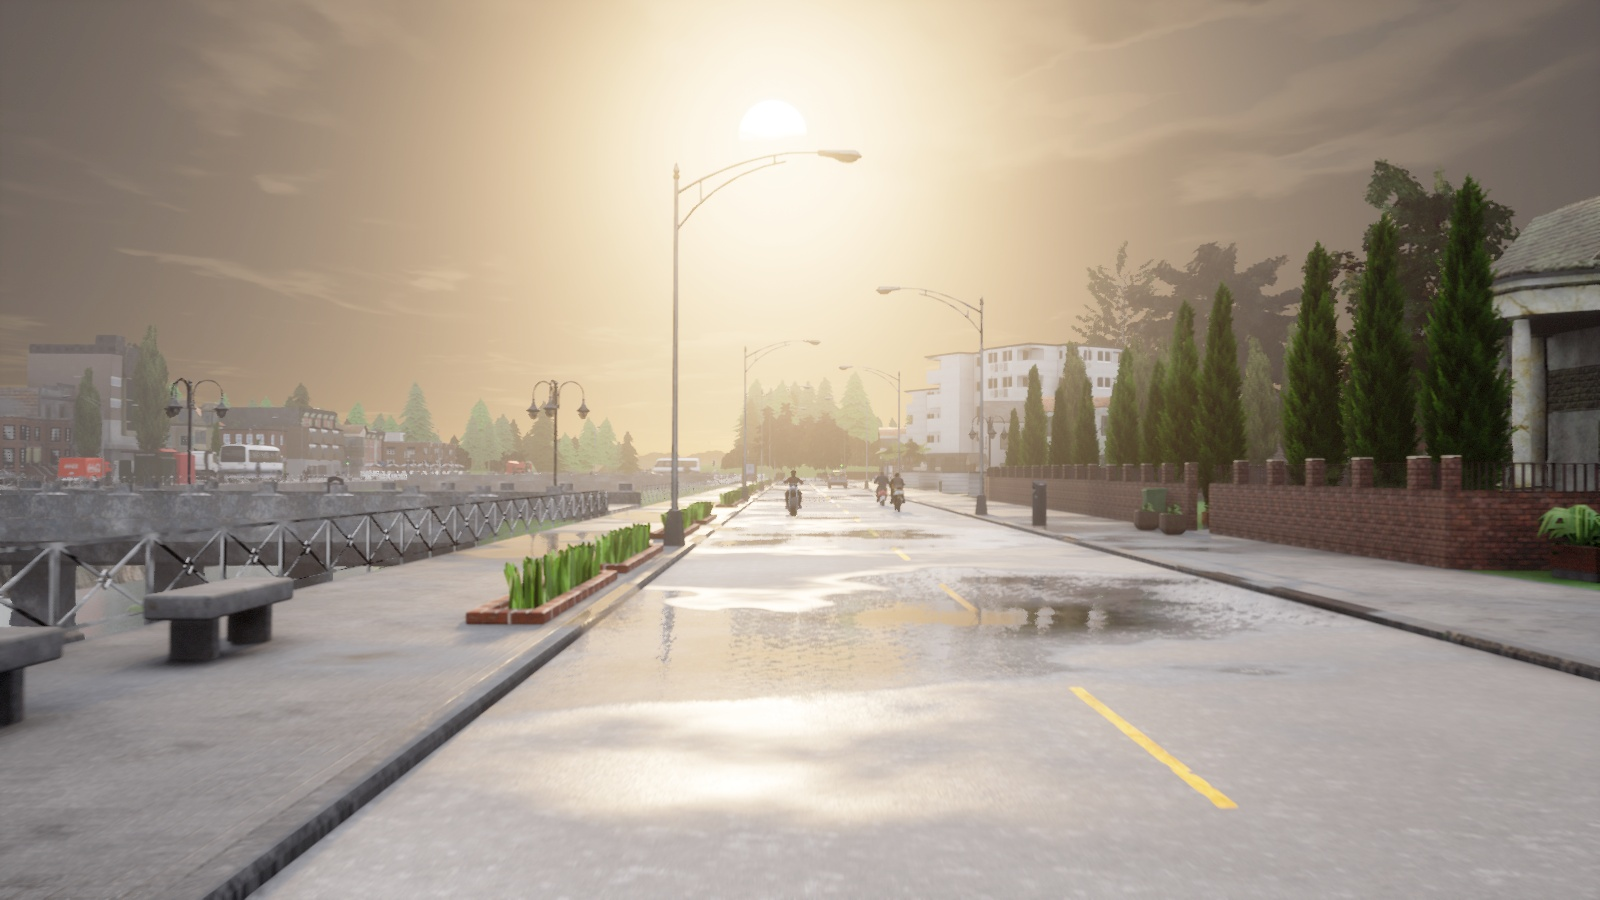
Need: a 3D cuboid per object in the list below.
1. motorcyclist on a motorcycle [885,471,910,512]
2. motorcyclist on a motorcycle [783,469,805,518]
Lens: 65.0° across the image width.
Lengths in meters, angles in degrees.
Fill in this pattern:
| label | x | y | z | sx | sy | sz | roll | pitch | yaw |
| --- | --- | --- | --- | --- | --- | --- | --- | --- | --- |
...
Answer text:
| label | x | y | z | sx | sy | sz | roll | pitch | yaw |
| --- | --- | --- | --- | --- | --- | --- | --- | --- | --- |
| motorcyclist on a motorcycle | 3.768 | 1.592 | 48.719 | 0.797 | 1.523 | 2.044 | 0 | -1 | 0 |
| motorcyclist on a motorcycle | -0.211 | 1.498 | 44.006 | 0.766 | 1.649 | 2.350 | 0 | -1 | 0 |
